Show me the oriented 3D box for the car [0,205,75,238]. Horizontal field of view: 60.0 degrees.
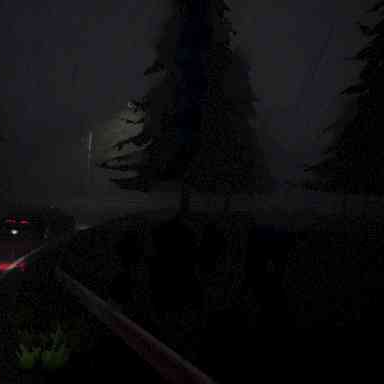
[{"bbox_3d":[-7.401,1.409,16.491,1.837,1.490,4.892,4,1,2],"label":"car"}]
